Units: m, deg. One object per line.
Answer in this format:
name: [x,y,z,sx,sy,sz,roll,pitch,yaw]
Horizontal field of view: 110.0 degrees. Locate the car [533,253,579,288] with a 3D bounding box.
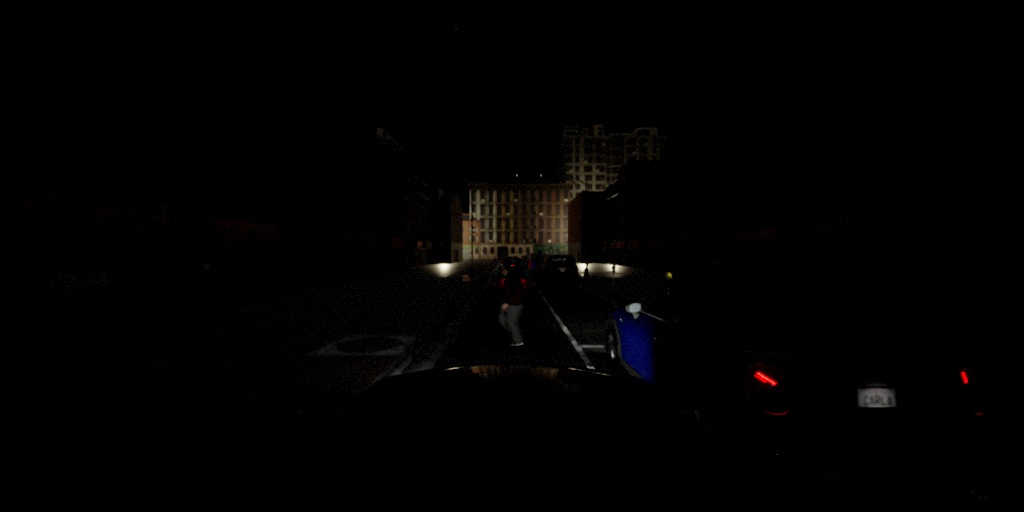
car: [2.652,0.822,21.162,2.192,1.841,5.009,0,0,0]

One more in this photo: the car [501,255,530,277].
car: [0.114,0.896,29.353,2.128,1.511,4.902,0,1,0]

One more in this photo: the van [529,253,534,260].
van: [2.661,0.712,32.112,1.690,1.789,3.998,0,0,0]

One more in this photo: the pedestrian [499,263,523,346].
pedestrian: [-0.018,0.969,7.635,0.375,1.860,0.375,0,1,0]

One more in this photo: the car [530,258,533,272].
car: [2.657,0.989,26.637,2.007,1.370,4.403,0,0,0]

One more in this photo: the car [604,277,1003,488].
car: [2.751,1.062,4.829,2.097,1.767,4.553,0,1,0]
